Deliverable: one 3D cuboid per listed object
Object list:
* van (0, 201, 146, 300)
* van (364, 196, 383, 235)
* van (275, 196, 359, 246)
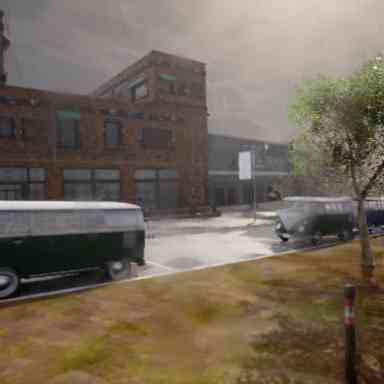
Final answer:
[{"bbox_3d":[-3.384,1.210,8.033,4.442,1.987,1.878,1,0,-37],"label":"van"},{"bbox_3d":[9.684,1.250,18.527,4.442,1.987,1.878,2,0,-43],"label":"van"},{"bbox_3d":[5.476,1.226,14.862,4.442,1.987,1.878,2,0,-42],"label":"van"}]
